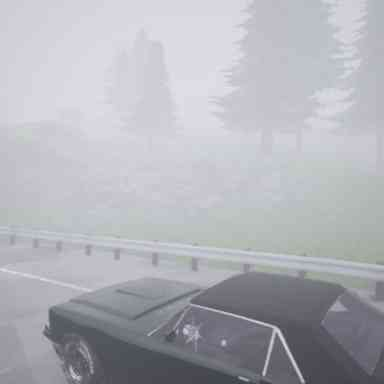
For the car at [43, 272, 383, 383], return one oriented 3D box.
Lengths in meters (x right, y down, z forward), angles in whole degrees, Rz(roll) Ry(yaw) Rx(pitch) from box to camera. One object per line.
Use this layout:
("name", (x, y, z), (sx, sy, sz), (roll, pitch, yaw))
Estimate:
("car", (0.486, 1.594, 3.555), (4.718, 1.301, 1.895), (0, 0, 35))
